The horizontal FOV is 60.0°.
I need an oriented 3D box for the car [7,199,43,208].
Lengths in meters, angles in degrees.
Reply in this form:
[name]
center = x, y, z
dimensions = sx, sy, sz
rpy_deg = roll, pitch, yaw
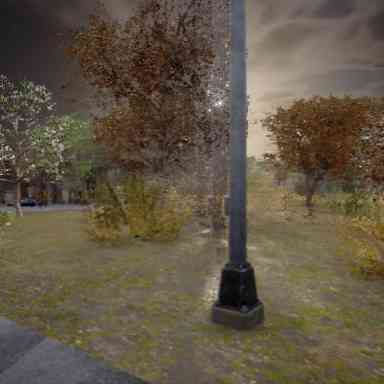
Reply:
[car]
center = -25.211, 1.737, 50.249
dimensions = 1.895, 1.301, 4.718
rpy_deg = 0, 0, 36
